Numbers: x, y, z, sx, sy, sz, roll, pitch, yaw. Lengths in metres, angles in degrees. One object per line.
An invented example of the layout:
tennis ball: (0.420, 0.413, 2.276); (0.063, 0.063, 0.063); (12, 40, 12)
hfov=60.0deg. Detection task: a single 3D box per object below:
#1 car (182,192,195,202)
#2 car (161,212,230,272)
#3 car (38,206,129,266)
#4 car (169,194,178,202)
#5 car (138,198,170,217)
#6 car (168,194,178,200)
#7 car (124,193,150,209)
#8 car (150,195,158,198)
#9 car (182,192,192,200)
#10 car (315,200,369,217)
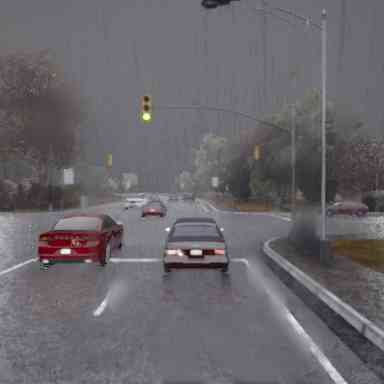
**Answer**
car: (-0.525, 1.051, 74.122); (2.150, 2.045, 5.566); (0, 0, -4)
car: (0.104, 1.538, 10.718); (2.033, 1.411, 5.357); (0, 0, 0)
car: (-3.594, 1.467, 11.554); (1.882, 1.535, 5.008); (0, 0, -3)
car: (-4.009, 1.353, 73.703); (2.128, 1.511, 4.902); (0, 0, -4)
car: (-3.397, 1.535, 30.550); (1.994, 1.385, 4.181); (0, 0, 0)
car: (-4.774, 1.275, 83.727); (2.128, 1.511, 4.902); (0, 0, -7)
car: (-7.091, 1.181, 42.493); (2.150, 2.045, 5.566); (0, 0, 0)
car: (-7.050, 1.432, 52.664); (2.128, 1.511, 4.902); (0, 0, 0)
car: (-1.330, 0.972, 84.458); (2.150, 2.045, 5.566); (0, 0, -7)
car: (13.691, 1.497, 30.430); (4.674, 1.442, 1.812); (0, 0, -3)
